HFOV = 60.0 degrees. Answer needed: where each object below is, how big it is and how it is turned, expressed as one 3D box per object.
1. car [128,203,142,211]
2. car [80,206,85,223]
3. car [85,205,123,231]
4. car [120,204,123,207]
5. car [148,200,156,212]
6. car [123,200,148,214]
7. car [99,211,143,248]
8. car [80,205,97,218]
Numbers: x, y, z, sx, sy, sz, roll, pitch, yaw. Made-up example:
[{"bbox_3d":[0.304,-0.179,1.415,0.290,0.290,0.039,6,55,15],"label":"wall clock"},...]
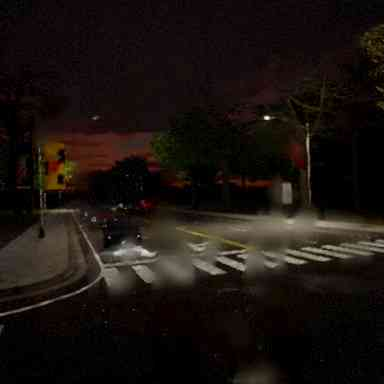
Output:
[{"bbox_3d":[-11.364,2.908,66.110,1.994,1.385,4.181,-2,-1,-21],"label":"car"},{"bbox_3d":[-10.714,2.317,36.173,2.097,1.767,4.553,-2,-1,-21],"label":"car"},{"bbox_3d":[-7.270,2.086,27.014,2.097,1.767,4.553,-2,-1,-20],"label":"car"},{"bbox_3d":[-11.892,2.813,58.011,2.033,1.411,5.357,-2,-1,-21],"label":"car"},{"bbox_3d":[-7.613,2.312,56.126,2.150,2.045,5.566,-2,-1,-21],"label":"car"},{"bbox_3d":[-8.279,2.376,48.509,2.097,1.767,4.553,-2,-1,-20],"label":"car"},{"bbox_3d":[-3.866,2.057,18.140,2.033,1.411,5.357,-2,-1,-15],"label":"car"},{"bbox_3d":[-14.228,2.679,45.642,1.882,1.535,5.008,-2,-1,-20],"label":"car"}]
